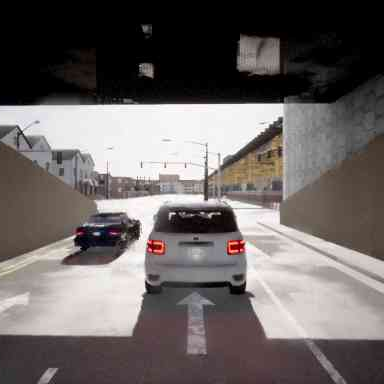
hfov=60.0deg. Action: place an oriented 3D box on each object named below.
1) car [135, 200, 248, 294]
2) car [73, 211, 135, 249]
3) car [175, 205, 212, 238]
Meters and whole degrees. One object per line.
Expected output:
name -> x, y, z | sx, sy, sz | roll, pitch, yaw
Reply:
car -> 0.083, 1.221, 8.911 | 2.150, 2.045, 5.566 | 0, 0, 0
car -> -3.416, 1.547, 14.387 | 2.033, 1.411, 5.357 | 0, 0, 0
car -> 0.059, 1.526, 18.475 | 1.812, 1.442, 4.674 | 0, 0, 0
